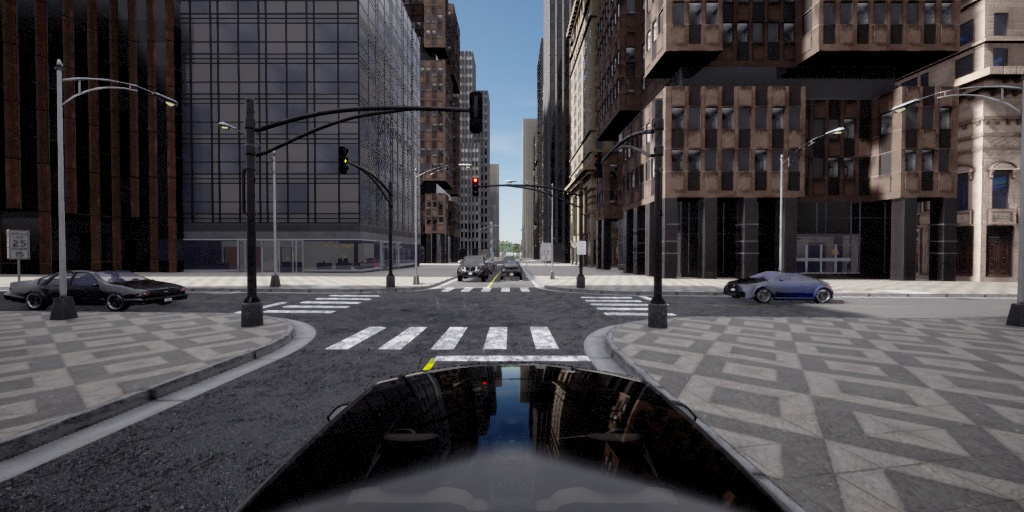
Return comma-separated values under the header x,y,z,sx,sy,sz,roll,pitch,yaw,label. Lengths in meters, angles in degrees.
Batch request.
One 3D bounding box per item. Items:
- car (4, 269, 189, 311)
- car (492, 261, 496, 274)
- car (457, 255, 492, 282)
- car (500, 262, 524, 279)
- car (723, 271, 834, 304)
x,y,z,sx,sy,sz,roll,pitch,yaw,label
-15.372,1.204,13.377,5.357,1.411,2.033,1,1,2,car
-3.109,1.291,39.596,1.994,1.385,4.181,0,0,0,car
-3.112,0.958,29.570,2.150,2.045,5.566,0,0,0,car
0.004,1.240,32.156,1.837,1.490,4.892,0,0,1,car
12.227,1.389,16.604,4.181,1.385,1.994,0,1,0,car
